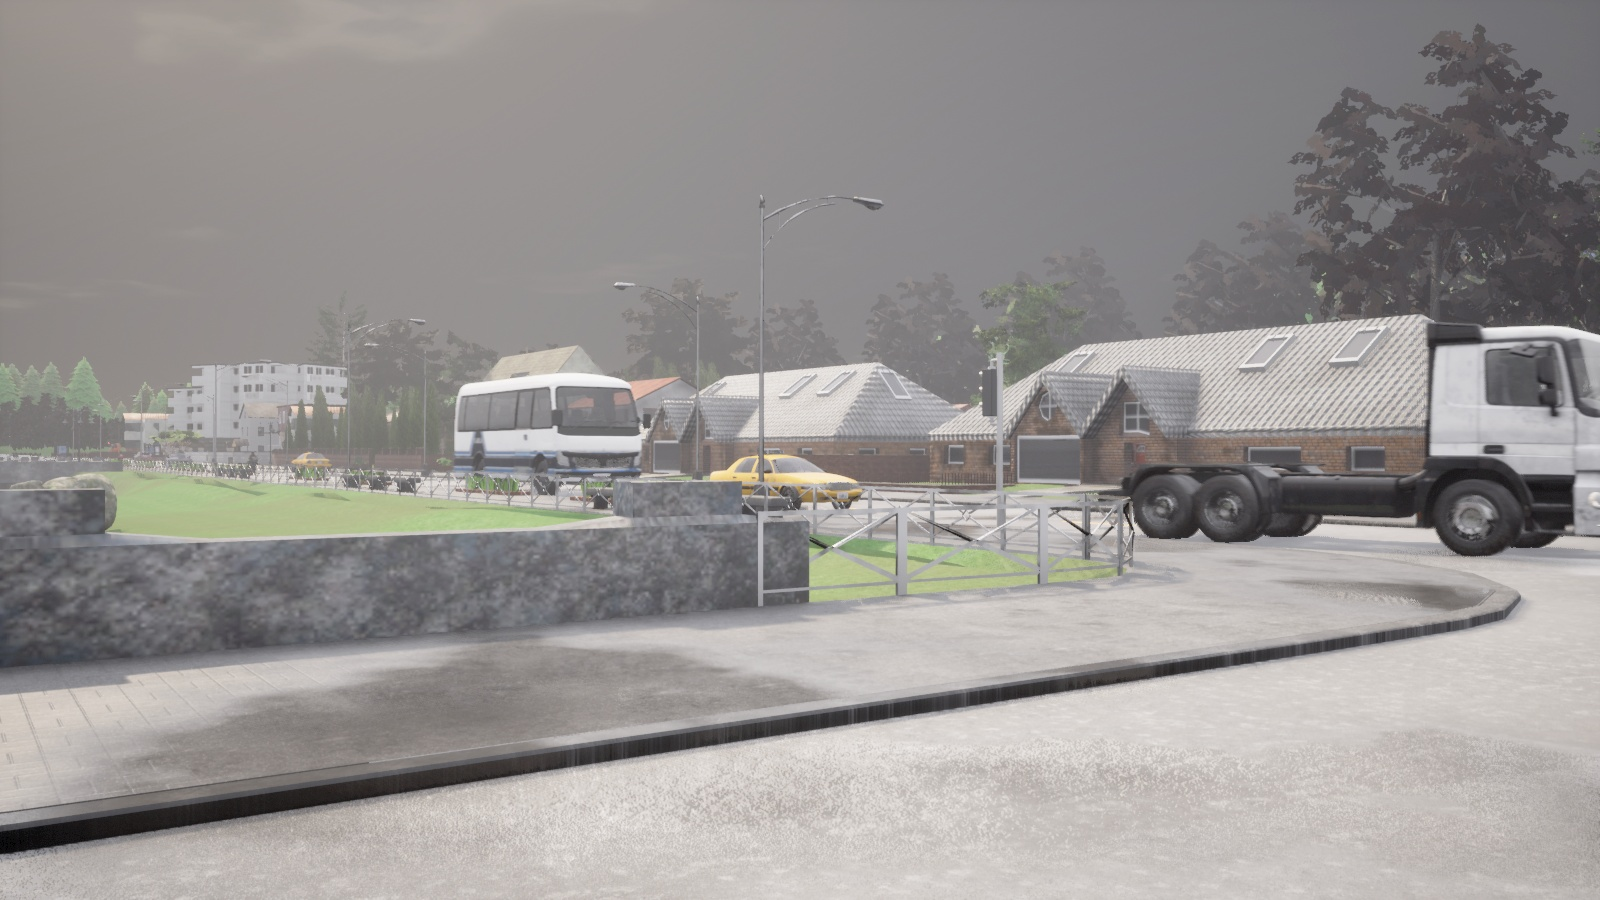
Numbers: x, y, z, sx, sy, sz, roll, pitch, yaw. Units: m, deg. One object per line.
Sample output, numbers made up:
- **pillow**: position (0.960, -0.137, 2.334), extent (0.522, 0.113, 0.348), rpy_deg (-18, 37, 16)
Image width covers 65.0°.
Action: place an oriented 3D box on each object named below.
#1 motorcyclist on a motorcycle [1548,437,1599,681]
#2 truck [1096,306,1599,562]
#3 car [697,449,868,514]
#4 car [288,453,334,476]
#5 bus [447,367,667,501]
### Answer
- **motorcyclist on a motorcycle**: position (5.989, 0.707, 8.660), extent (1.817, 1.590, 0.866), rpy_deg (0, -1, -40)
- **truck**: position (9.145, -0.206, 20.783), extent (2.891, 3.462, 7.936), rpy_deg (0, 0, -45)
- **car**: position (-0.583, 0.766, 33.087), extent (1.801, 1.575, 5.366), rpy_deg (0, 0, -35)
- **car**: position (-34.729, 0.975, 89.121), extent (1.801, 1.575, 5.366), rpy_deg (0, 0, -35)
- **bus**: position (-9.020, -0.502, 45.200), extent (3.944, 4.253, 10.273), rpy_deg (0, 0, -35)
